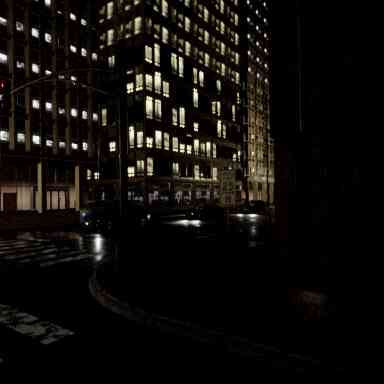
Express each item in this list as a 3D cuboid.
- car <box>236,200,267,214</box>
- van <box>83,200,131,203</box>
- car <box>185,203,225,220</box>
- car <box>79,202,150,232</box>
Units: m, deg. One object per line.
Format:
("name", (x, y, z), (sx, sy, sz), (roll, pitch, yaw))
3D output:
("car", (7.087, 1.631, 37.281), (1.812, 1.442, 4.674), (-1, -1, 36))
("van", (-6.017, 1.460, 23.528), (1.690, 1.788, 3.998), (-2, -1, 36))
("car", (1.187, 1.649, 29.095), (1.994, 1.385, 4.181), (-1, -1, 36))
("car", (-4.676, 1.571, 20.993), (1.837, 1.490, 4.892), (-1, -1, 33))
